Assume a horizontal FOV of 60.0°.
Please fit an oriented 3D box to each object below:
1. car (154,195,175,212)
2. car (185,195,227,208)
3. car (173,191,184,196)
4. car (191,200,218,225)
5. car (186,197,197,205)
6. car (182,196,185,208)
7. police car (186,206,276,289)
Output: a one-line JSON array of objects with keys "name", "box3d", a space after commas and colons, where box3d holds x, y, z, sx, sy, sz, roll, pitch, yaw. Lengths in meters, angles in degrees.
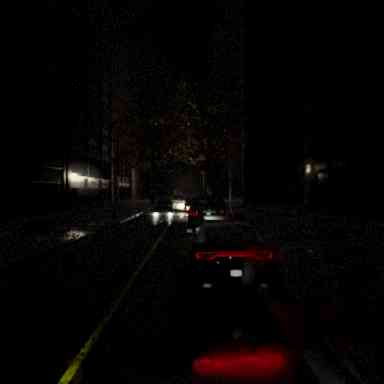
[{"name": "car", "box3d": [-3.190, 1.432, 38.219, 1.882, 1.535, 5.008, 0, 0, 0]}, {"name": "car", "box3d": [0.854, 1.198, 19.144, 2.150, 2.045, 5.566, 0, 0, 0]}, {"name": "car", "box3d": [-3.197, 0.862, 79.454, 2.150, 2.045, 5.566, 0, 0, 0]}, {"name": "car", "box3d": [0.838, 1.422, 25.304, 1.801, 1.575, 5.366, 0, 0, 0]}, {"name": "car", "box3d": [-0.150, 1.546, 60.524, 1.895, 1.301, 4.718, 0, 0, 0]}, {"name": "car", "box3d": [-0.104, 1.475, 46.416, 1.812, 1.442, 4.674, 0, 0, 0]}, {"name": "police car", "box3d": [0.879, 1.411, 9.224, 1.930, 1.638, 5.238, 0, 0, 0]}]
